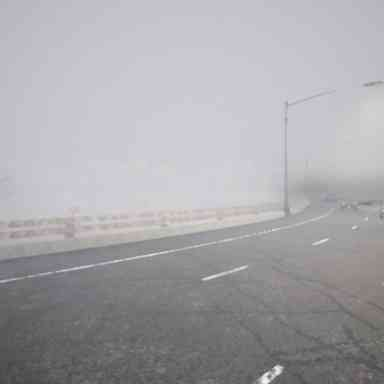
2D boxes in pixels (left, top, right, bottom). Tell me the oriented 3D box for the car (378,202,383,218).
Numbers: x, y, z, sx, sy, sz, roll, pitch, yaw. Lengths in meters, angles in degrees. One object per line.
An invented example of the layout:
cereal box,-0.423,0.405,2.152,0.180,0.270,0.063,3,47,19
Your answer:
car,16.905,1.471,28.164,2.033,1.411,5.357,0,0,29

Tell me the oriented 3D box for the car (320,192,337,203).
car,25.902,1.051,63.013,2.150,2.045,5.566,0,0,11

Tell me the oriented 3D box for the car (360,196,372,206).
car,27.000,1.350,52.566,2.128,1.511,4.902,0,0,16

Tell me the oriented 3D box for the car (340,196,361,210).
car,19.389,1.489,41.214,1.895,1.301,4.718,0,0,23
